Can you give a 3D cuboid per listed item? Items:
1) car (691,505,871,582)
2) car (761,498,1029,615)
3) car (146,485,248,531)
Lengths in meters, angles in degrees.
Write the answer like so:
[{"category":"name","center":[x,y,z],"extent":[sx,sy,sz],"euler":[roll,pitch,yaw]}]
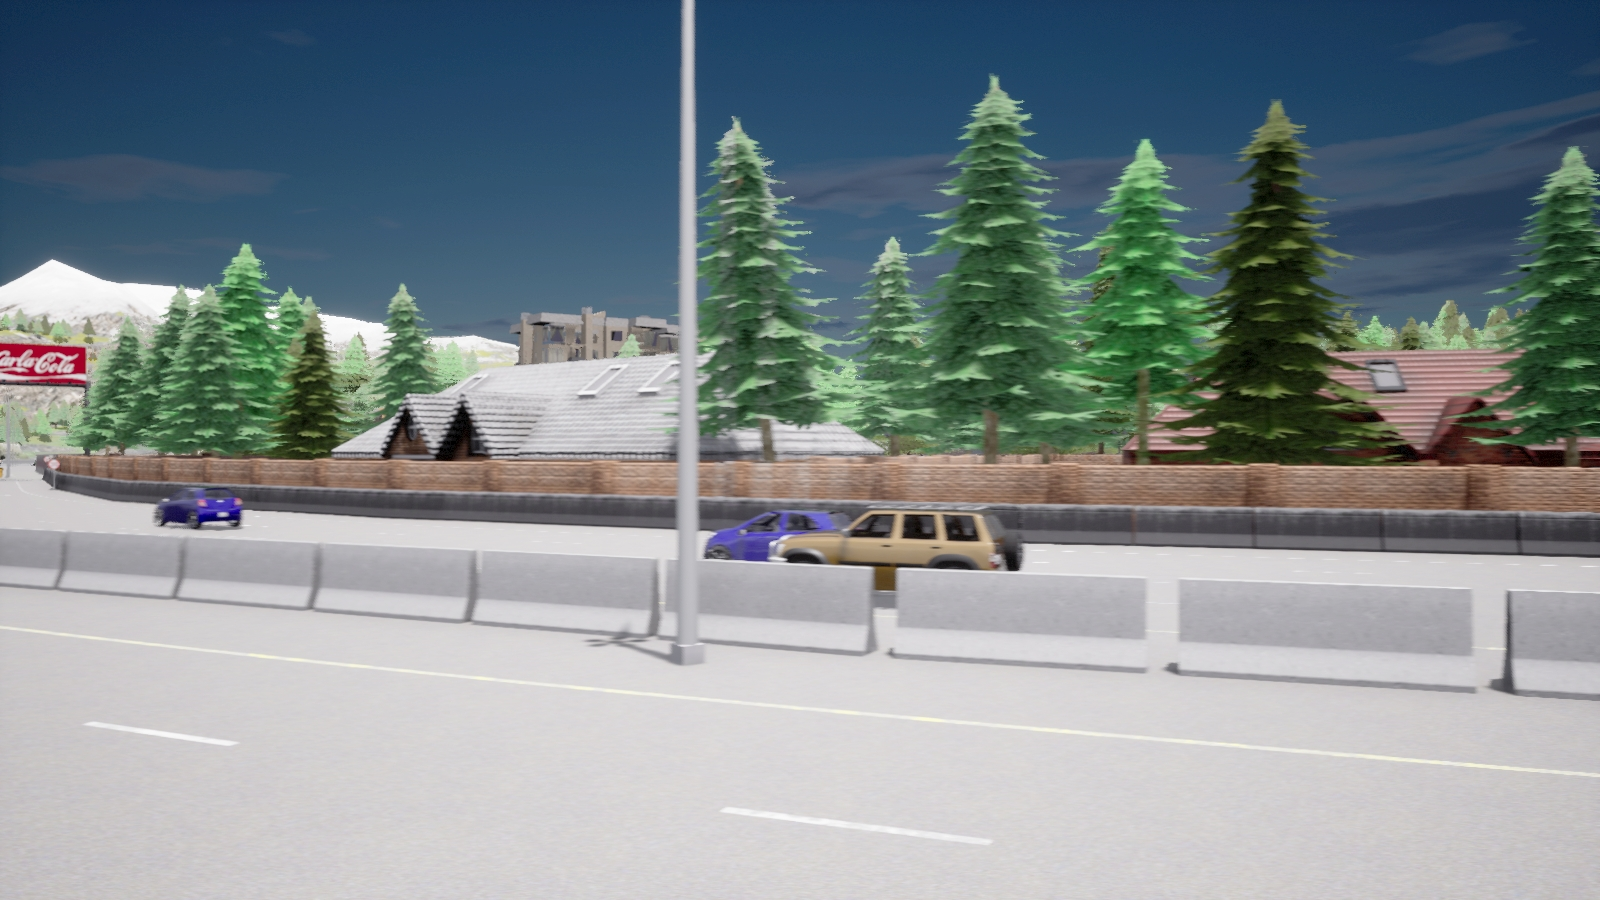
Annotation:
[{"category":"car","center":[-0.422,2.070,25.967],"extent":[3.633,1.501,1.845],"euler":[0,0,25]},{"category":"car","center":[1.772,1.891,21.276],"extent":[4.605,1.855,1.932],"euler":[0,0,22]},{"category":"car","center":[-22.119,2.080,41.912],"extent":[3.633,1.501,1.845],"euler":[0,0,35]}]
